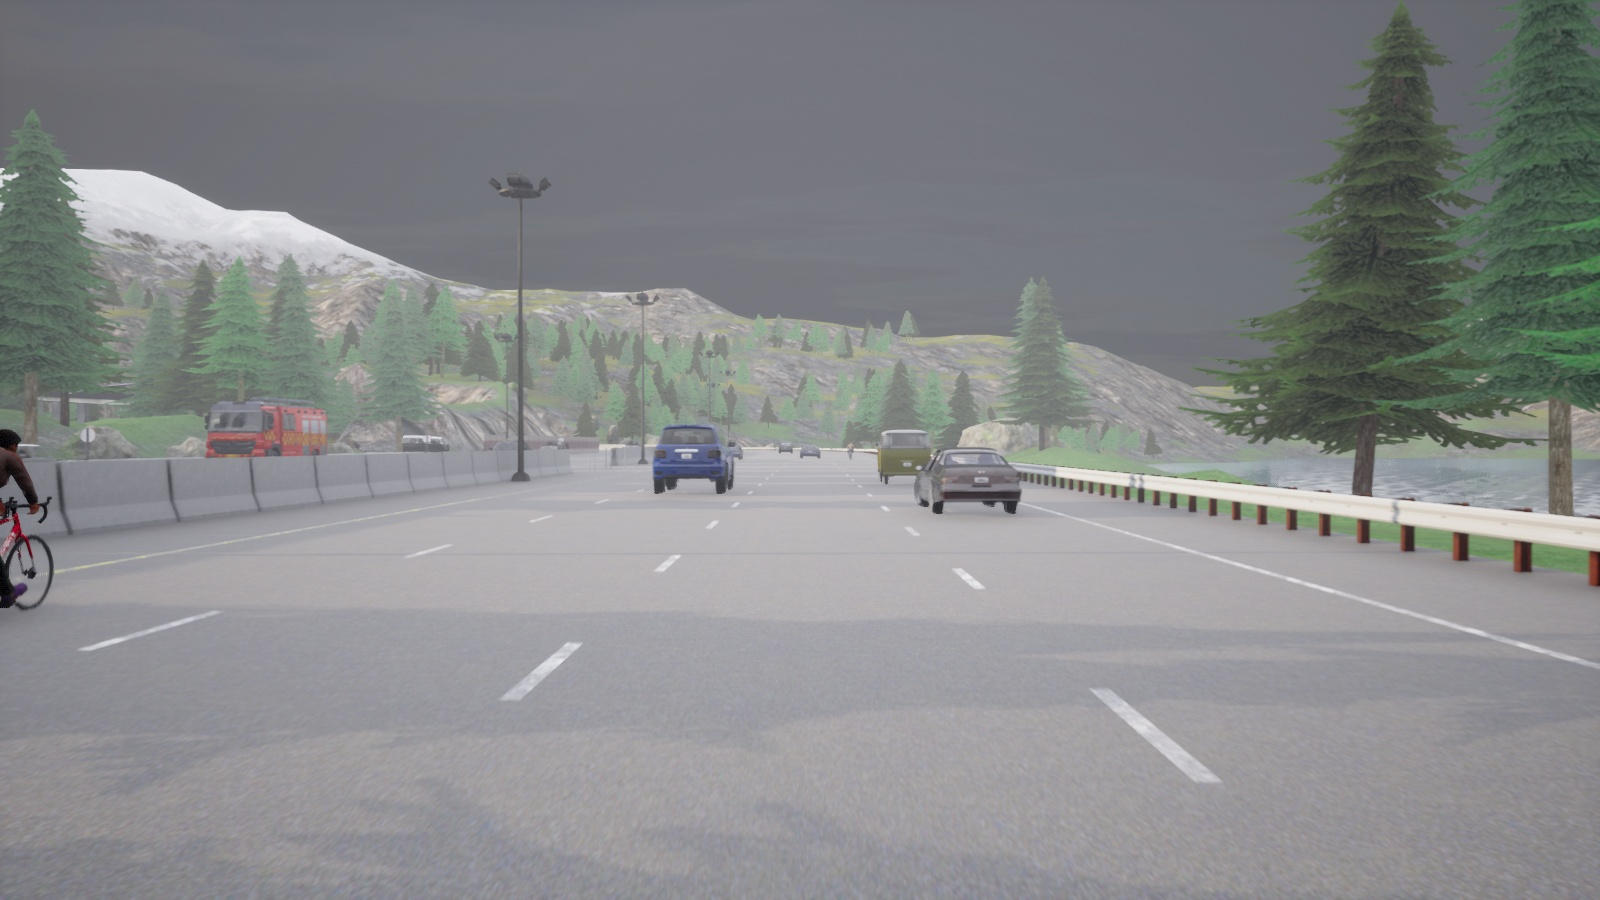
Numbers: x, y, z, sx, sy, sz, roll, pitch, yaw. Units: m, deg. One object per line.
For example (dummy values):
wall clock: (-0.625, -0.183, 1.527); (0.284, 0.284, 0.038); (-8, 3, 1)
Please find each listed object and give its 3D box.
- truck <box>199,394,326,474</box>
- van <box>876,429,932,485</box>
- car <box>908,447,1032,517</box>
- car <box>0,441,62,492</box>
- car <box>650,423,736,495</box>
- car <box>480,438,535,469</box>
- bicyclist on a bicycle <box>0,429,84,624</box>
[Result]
truck: (-27.506, -0.805, 64.784); (2.891, 3.827, 8.468); (0, 0, 1)
van: (3.838, 0.239, 46.923); (1.775, 1.987, 4.442); (0, 0, 0)
car: (3.668, 0.639, 28.054); (2.033, 1.411, 5.357); (0, 0, 0)
car: (-24.245, 0.480, 37.645); (1.970, 1.475, 3.806); (0, 0, 1)
car: (-3.234, 0.243, 38.966); (2.150, 2.045, 5.566); (0, 0, 1)
car: (-16.936, 0.181, 72.987); (2.097, 1.767, 4.553); (0, 0, 0)
bicyclist on a bicycle: (-6.921, 0.633, 10.790); (0.582, 1.620, 1.656); (0, 0, 0)
